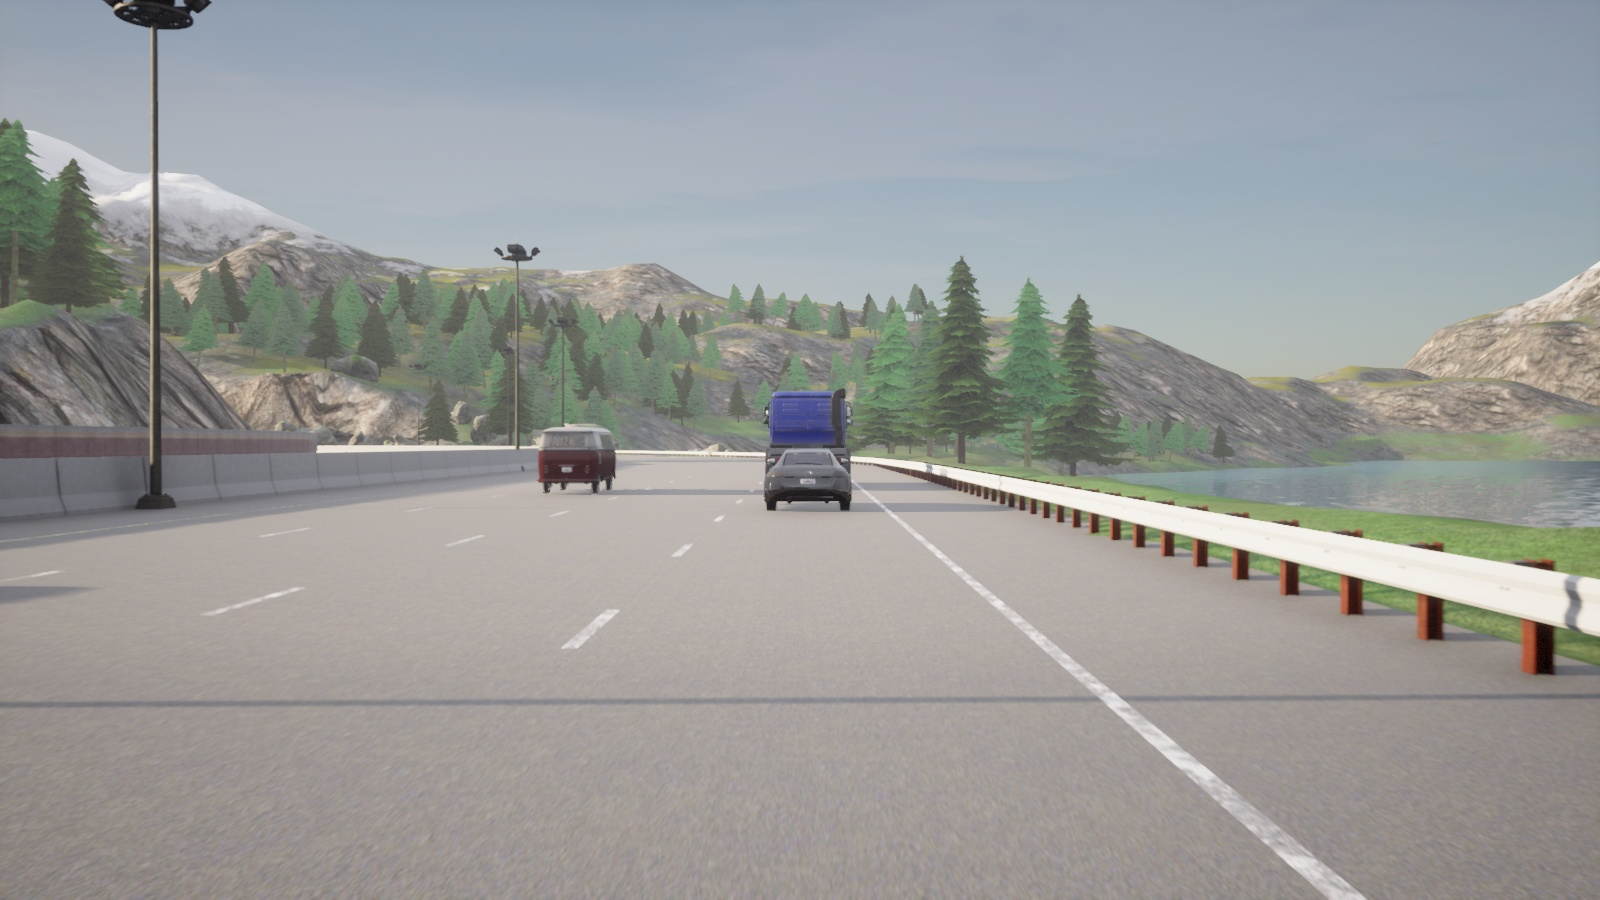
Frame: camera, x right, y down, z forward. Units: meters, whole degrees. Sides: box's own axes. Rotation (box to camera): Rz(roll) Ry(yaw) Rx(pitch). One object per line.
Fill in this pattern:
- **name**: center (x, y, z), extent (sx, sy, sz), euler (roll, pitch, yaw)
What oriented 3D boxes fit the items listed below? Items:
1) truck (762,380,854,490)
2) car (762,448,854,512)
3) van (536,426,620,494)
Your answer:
- **truck**: center (0.266, -0.480, 43.516), extent (2.891, 3.462, 7.936), euler (0, 0, 0)
- **car**: center (0.183, 0.645, 29.231), extent (1.994, 1.385, 4.181), euler (0, 0, 0)
- **van**: center (-6.762, 0.276, 38.676), extent (1.775, 1.987, 4.442), euler (0, 0, 0)
